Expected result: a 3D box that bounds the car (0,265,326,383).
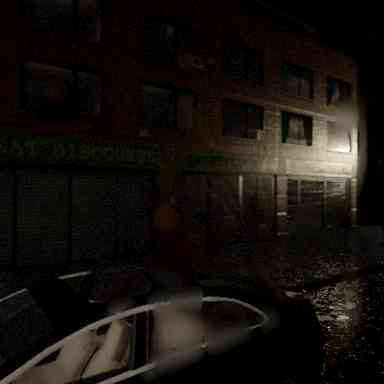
[{"bbox_3d":[-0.908,1.492,2.731,4.902,1.511,2.128,0,0,-35],"label":"car"}]
